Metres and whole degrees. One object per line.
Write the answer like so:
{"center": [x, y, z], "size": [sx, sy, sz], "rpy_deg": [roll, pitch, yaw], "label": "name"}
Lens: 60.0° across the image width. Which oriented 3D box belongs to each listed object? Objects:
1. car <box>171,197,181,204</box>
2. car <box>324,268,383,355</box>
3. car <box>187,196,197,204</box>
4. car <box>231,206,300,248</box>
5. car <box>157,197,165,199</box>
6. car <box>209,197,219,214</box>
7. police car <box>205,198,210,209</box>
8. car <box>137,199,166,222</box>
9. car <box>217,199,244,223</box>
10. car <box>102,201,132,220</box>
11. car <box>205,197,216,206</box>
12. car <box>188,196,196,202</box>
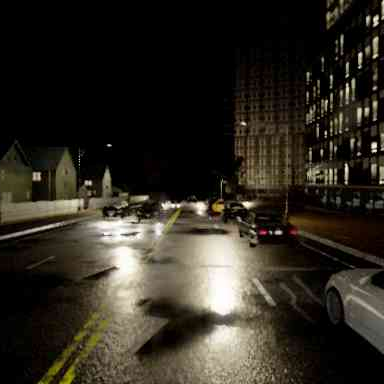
{"center": [-3.260, 1.749, 67.792], "size": [2.128, 1.511, 4.902], "rpy_deg": [0, 0, 0], "label": "car"}
{"center": [3.250, 1.535, 4.006], "size": [1.812, 1.442, 4.674], "rpy_deg": [0, 0, 0], "label": "car"}
{"center": [-0.005, 1.714, 68.088], "size": [2.128, 1.511, 4.902], "rpy_deg": [0, 0, 0], "label": "car"}
{"center": [3.249, 1.585, 15.010], "size": [2.033, 1.411, 5.357], "rpy_deg": [0, 0, 0], "label": "car"}
{"center": [-6.506, 1.763, 70.004], "size": [1.812, 1.442, 4.674], "rpy_deg": [0, 0, 0], "label": "car"}
{"center": [3.247, 1.566, 37.208], "size": [1.801, 1.575, 5.366], "rpy_deg": [0, 0, 0], "label": "car"}
{"center": [3.246, 1.575, 48.132], "size": [1.930, 1.638, 5.238], "rpy_deg": [0, 0, 0], "label": "police car"}
{"center": [-3.348, 1.581, 27.591], "size": [1.837, 1.490, 4.892], "rpy_deg": [0, 0, 0], "label": "car"}
{"center": [3.248, 1.575, 26.014], "size": [1.837, 1.490, 4.892], "rpy_deg": [0, 0, 0], "label": "car"}
{"center": [-6.596, 1.574, 29.559], "size": [2.128, 1.511, 4.902], "rpy_deg": [0, 0, 0], "label": "car"}
{"center": [3.245, 1.719, 59.025], "size": [1.812, 1.442, 4.674], "rpy_deg": [0, 0, 0], "label": "car"}
{"center": [-0.007, 1.689, 85.159], "size": [2.033, 1.411, 5.357], "rpy_deg": [0, 0, 0], "label": "car"}
